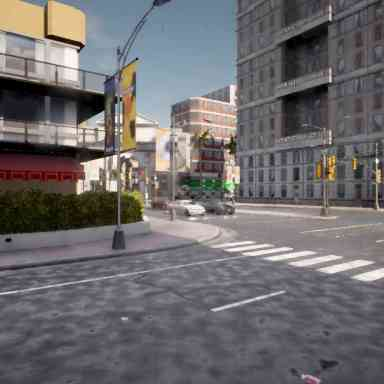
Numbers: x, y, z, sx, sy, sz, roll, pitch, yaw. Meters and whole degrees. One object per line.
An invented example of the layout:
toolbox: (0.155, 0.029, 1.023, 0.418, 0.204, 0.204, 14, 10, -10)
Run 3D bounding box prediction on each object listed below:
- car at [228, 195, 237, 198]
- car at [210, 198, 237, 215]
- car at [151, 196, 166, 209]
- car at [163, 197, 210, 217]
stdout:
car: (11.643, 1.500, 87.458, 4.892, 1.490, 1.837, 0, 0, -35)
car: (2.449, 1.564, 33.837, 1.994, 1.385, 4.181, 0, 0, -35)
car: (-3.417, 1.352, 42.211, 2.097, 1.767, 4.553, 0, 0, -35)
car: (-0.623, 1.526, 32.117, 1.812, 1.442, 4.674, 0, 0, -35)
